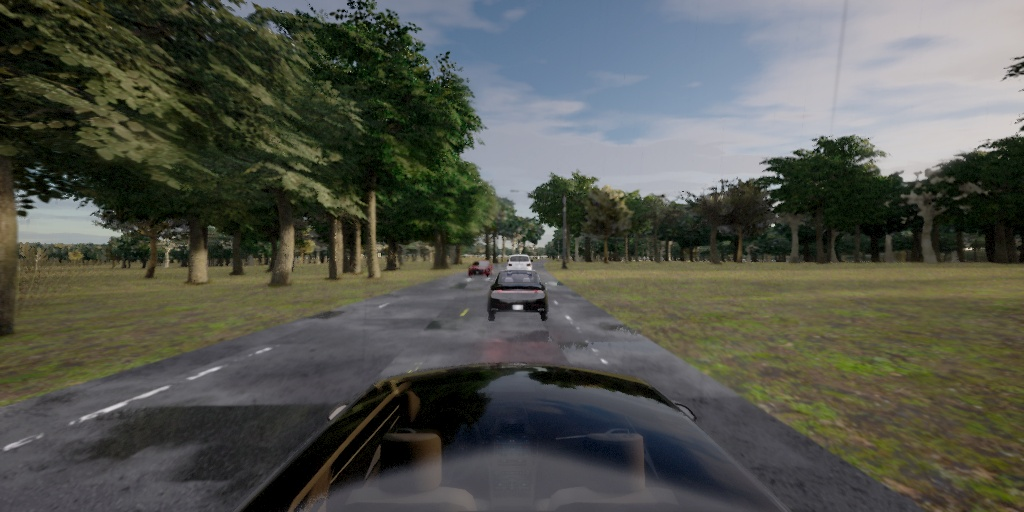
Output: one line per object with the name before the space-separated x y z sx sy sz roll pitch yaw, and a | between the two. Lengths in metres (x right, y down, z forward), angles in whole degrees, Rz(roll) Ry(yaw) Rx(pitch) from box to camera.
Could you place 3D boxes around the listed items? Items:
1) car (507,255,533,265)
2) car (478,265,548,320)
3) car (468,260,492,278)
car | 0.725 0.895 32.727 2.150 2.045 5.566 0 0 2
car | 0.200 1.234 12.566 2.128 1.511 4.902 0 0 1
car | -2.884 1.147 33.566 1.882 1.535 5.008 0 0 3
